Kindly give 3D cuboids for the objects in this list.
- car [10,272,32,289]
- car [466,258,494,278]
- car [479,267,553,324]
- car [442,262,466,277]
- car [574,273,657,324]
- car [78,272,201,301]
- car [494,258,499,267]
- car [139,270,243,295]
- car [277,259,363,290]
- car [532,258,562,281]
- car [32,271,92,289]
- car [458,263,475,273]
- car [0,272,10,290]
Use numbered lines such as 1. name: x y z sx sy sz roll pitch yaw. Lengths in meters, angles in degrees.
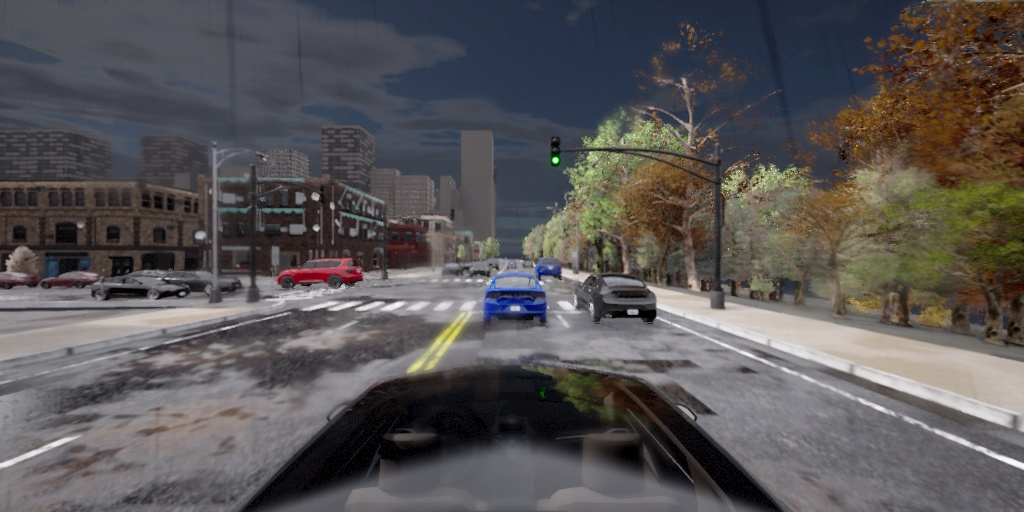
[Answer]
1. car: -39.348 1.905 27.869 4.207 1.307 1.802 0 0 0
2. car: -3.340 1.360 38.373 2.097 1.767 4.553 0 -1 0
3. car: 0.102 1.303 12.273 1.882 1.535 5.008 0 0 0
4. car: -6.586 1.496 40.204 1.882 1.535 5.008 0 0 0
5. car: 3.352 1.330 12.372 1.837 1.490 4.892 0 0 0
6. car: -19.946 1.691 19.343 4.313 1.339 1.948 0 0 0
7. car: -3.278 1.372 59.293 2.150 2.045 5.566 0 -1 1
8. car: -19.338 1.615 22.030 4.892 1.490 1.837 0 0 -2
9. car: -13.427 1.244 25.257 5.566 2.045 2.150 -1 0 3
10. car: 3.352 1.196 33.785 2.150 2.045 5.566 0 0 0
11. car: -33.814 1.843 27.862 4.207 1.307 1.802 0 0 0
12. car: -6.574 1.701 52.236 1.895 1.301 4.718 0 0 0
13. car: -34.875 1.766 22.076 5.008 1.535 1.882 -1 0 0
